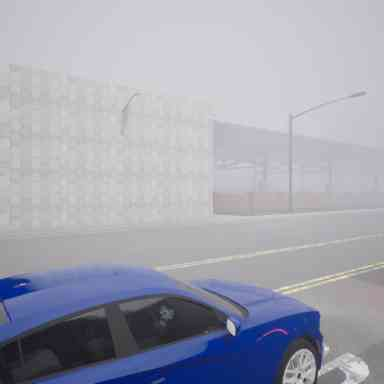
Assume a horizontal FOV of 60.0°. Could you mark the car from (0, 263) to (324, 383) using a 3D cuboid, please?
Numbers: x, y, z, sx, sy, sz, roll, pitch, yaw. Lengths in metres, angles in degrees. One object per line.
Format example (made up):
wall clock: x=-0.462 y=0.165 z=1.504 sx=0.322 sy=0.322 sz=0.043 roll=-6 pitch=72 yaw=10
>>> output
car: x=-0.733 y=1.478 z=3.227 sx=5.008 sy=1.535 sz=1.882 roll=0 pitch=0 yaw=-36
